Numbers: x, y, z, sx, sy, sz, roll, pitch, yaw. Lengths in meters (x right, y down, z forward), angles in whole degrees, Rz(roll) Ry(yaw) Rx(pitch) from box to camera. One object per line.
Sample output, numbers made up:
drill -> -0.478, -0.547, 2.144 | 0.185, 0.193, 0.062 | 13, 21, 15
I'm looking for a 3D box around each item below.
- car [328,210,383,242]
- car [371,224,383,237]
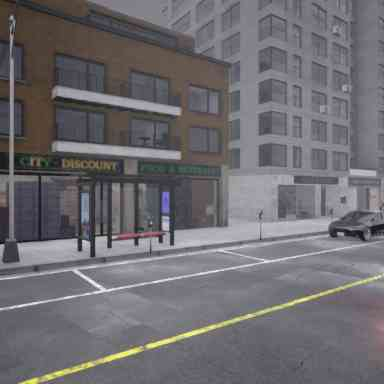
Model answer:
car -> 8.602, 1.566, 16.530 | 4.313, 1.339, 1.947 | 0, 0, -36
car -> 6.500, 1.526, 8.071 | 4.674, 1.442, 1.812 | 0, 0, -36
